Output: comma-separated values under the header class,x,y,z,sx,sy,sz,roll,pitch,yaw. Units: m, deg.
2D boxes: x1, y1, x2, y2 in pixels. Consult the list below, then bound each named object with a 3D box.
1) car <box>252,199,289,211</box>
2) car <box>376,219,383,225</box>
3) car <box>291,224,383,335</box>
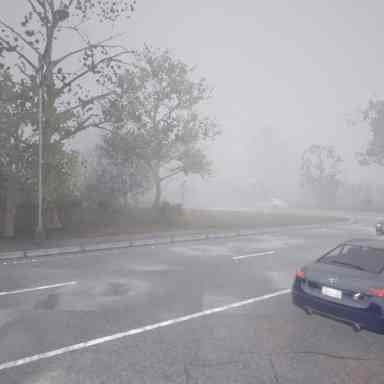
class,x,y,z,sx,sy,sz,roll,pitch,yaw
car,9.487,1.540,40.491,1.812,1.442,4.674,0,0,-41
car,10.527,1.491,15.622,4.902,1.511,2.128,0,0,-35
car,3.857,1.564,6.445,4.181,1.385,1.994,0,0,-35
